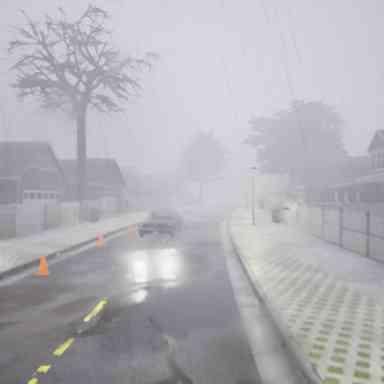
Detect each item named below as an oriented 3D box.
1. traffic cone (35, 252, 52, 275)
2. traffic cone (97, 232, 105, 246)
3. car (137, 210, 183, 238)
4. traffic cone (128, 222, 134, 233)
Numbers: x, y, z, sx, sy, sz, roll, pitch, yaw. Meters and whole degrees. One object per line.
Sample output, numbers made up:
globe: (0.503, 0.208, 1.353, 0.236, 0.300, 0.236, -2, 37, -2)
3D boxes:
traffic cone: (-4.212, 2.004, 9.410, 0.340, 0.580, 0.340, 0, 0, 2)
traffic cone: (-3.941, 2.038, 14.454, 0.340, 0.580, 0.340, 0, 0, 4)
car: (-1.634, 1.714, 18.479, 1.895, 1.301, 4.718, 0, 0, 5)
traffic cone: (-3.567, 2.074, 19.491, 0.340, 0.580, 0.340, 0, 0, 5)
